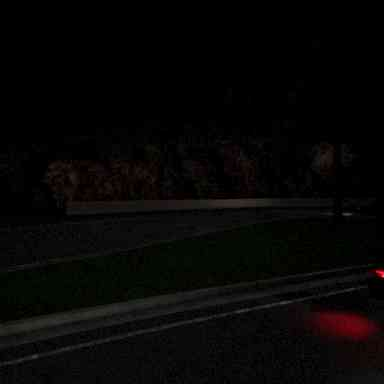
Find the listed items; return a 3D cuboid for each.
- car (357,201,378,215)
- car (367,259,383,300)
[{"bbox_3d":[18.416,1.499,31.656,4.892,1.490,1.837,0,0,34],"label":"car"},{"bbox_3d":[5.949,1.546,6.709,5.357,1.411,2.033,0,0,-27],"label":"car"}]
